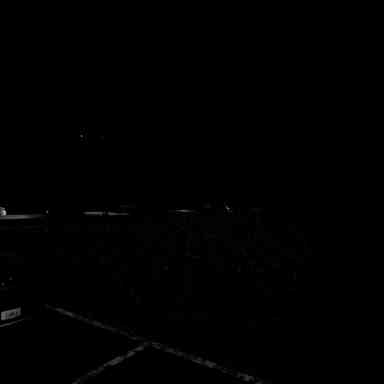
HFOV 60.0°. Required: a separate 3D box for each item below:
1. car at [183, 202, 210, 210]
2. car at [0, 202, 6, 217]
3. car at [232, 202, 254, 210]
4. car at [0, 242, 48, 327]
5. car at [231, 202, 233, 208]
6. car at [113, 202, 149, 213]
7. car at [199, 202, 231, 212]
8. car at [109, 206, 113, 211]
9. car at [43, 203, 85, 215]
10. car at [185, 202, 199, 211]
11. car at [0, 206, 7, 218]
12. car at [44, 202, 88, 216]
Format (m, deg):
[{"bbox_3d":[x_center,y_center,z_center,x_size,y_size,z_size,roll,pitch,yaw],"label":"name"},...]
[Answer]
[{"bbox_3d":[0.911,2.503,59.535,2.033,1.411,5.357,0,-1,36],"label":"car"},{"bbox_3d":[-21.908,1.818,33.802,1.837,1.490,4.892,0,-1,36],"label":"car"},{"bbox_3d":[9.667,2.621,60.530,1.994,1.385,4.181,0,-1,36],"label":"car"},{"bbox_3d":[-4.410,1.550,6.153,4.403,1.369,2.008,0,0,36],"label":"car"},{"bbox_3d":[7.037,2.555,62.440,2.128,1.511,4.902,0,-1,36],"label":"car"},{"bbox_3d":[-8.287,2.137,47.016,1.882,1.535,5.008,0,-1,36],"label":"car"},{"bbox_3d":[3.627,2.364,52.123,1.837,1.490,4.892,0,-1,36],"label":"car"},{"bbox_3d":[-10.097,2.294,50.056,1.895,1.301,4.718,0,-1,36],"label":"car"},{"bbox_3d":[-16.023,2.102,41.907,1.895,1.301,4.718,0,-1,36],"label":"car"},{"bbox_3d":[1.152,2.362,54.249,2.128,1.511,4.902,0,-1,37],"label":"car"},{"bbox_3d":[-19.880,1.813,31.031,1.812,1.442,4.674,0,-1,36],"label":"car"},{"bbox_3d":[-14.457,1.952,38.534,2.128,1.511,4.902,0,-1,36],"label":"car"}]
